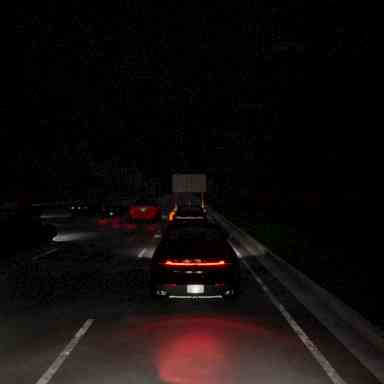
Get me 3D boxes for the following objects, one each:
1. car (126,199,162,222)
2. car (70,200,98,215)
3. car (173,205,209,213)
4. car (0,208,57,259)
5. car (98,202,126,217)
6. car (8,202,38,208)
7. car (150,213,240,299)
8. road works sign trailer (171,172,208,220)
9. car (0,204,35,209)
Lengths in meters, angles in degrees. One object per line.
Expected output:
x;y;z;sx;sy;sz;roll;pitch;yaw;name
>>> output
-3.606;1.354;26.485;2.097;1.767;4.553;0;0;0;car
-10.672;1.547;33.928;2.033;1.411;5.357;0;0;0;car
-0.069;1.488;18.828;2.128;1.511;4.902;0;0;1;car
-6.978;1.547;12.558;2.033;1.411;5.357;0;0;-1;car
-7.149;1.601;31.601;1.895;1.301;4.718;0;0;0;car
-14.114;1.526;27.436;1.812;1.442;4.674;0;0;-1;car
0.047;1.505;8.439;1.837;1.490;4.892;0;0;0;car
-0.186;0.464;22.698;2.380;3.560;2.880;0;0;-3;road works sign trailer
-10.501;1.547;17.324;2.033;1.411;5.357;0;0;-3;car
